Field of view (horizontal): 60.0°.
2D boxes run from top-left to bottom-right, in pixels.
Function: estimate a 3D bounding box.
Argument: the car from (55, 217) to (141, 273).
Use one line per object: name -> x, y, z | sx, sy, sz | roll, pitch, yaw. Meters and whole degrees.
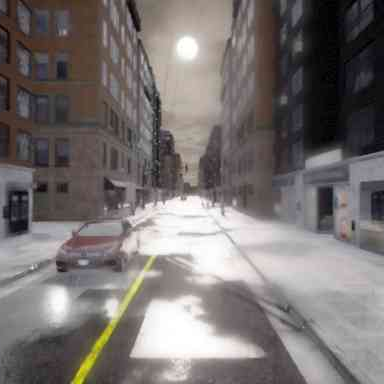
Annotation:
car -> -2.846, 1.601, 11.042 | 1.812, 1.442, 4.674 | 0, 0, 0
